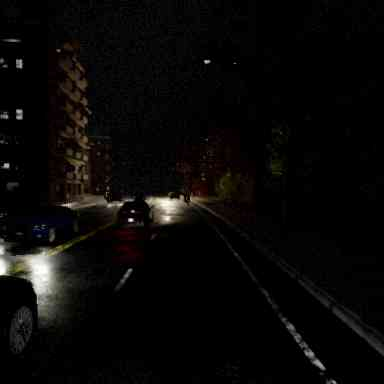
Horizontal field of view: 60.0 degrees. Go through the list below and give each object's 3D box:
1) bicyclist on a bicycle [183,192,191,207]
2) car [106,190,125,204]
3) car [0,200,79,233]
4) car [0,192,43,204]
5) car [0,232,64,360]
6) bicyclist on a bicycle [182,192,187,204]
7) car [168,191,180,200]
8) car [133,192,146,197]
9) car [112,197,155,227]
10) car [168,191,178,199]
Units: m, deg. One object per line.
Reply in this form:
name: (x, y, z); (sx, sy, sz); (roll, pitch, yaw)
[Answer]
bicyclist on a bicycle: (-0.477, 1.046, 42.366); (0.866, 1.612, 1.509); (0, 1, -4)
car: (-11.887, 0.749, 52.092); (2.150, 2.045, 5.566); (0, 1, -4)
car: (-6.822, 1.340, 15.525); (1.882, 1.535, 5.008); (0, 1, -1)
car: (-10.154, 1.057, 18.728); (2.150, 2.045, 5.566); (0, 0, -2)
car: (-3.183, 1.465, 2.977); (2.128, 1.511, 4.902); (0, 1, 0)
bicyclist on a bicycle: (-1.123, 0.893, 51.587); (0.659, 1.776, 1.843); (0, 1, -4)
car: (-3.519, 0.840, 68.738); (1.882, 1.535, 5.008); (0, 1, -6)
car: (-9.077, 0.825, 57.748); (2.097, 1.767, 4.553); (0, 1, -4)
car: (-3.534, 1.314, 21.206); (1.837, 1.490, 4.892); (0, 1, -2)
car: (-4.689, 0.600, 79.508); (2.097, 1.767, 4.553); (0, 1, -7)
